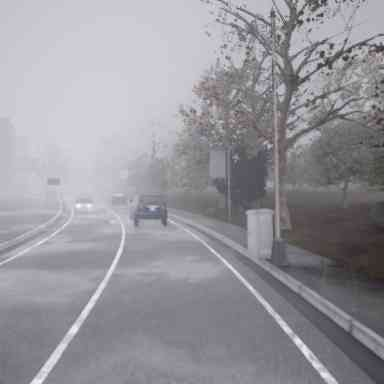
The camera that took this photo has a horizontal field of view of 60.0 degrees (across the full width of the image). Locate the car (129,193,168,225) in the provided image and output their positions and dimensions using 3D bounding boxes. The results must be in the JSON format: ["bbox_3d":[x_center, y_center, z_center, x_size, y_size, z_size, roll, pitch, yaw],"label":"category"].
[{"bbox_3d":[-3.069,1.088,23.037,2.150,2.045,5.566,1,1,-14],"label":"car"}]

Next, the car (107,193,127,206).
[{"bbox_3d":[-9.210,0.842,40.765,1.882,1.535,5.008,1,2,-22],"label":"car"}]

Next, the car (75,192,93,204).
[{"bbox_3d":[-13.681,0.731,42.084,1.994,1.385,4.181,2,3,-22],"label":"car"}]
